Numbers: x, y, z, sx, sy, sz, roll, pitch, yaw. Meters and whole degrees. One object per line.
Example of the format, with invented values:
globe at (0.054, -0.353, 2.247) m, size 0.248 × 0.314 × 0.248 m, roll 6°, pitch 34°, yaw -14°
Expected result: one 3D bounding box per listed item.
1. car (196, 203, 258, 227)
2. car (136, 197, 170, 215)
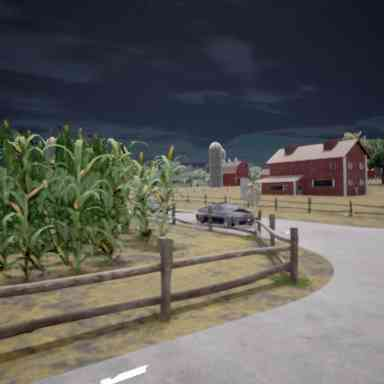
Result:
car at (2.090, 1.386, 20.886) m, size 1.994 × 1.385 × 4.181 m, roll -2°, pitch 2°, yaw -38°
car at (-3.729, 1.195, 29.043) m, size 1.837 × 1.490 × 4.892 m, roll -2°, pitch 2°, yaw -36°
